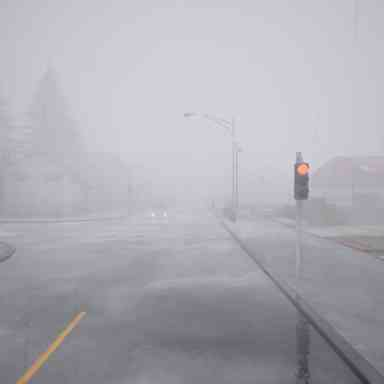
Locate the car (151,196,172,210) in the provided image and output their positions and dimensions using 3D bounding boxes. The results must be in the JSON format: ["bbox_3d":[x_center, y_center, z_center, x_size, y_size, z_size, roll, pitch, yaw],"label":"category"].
[{"bbox_3d":[-3.974,1.505,42.288,1.837,1.490,4.892,0,0,0],"label":"car"}]

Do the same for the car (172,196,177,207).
[{"bbox_3d":[-3.938,1.352,52.330,2.097,1.767,4.553,0,0,0],"label":"car"}]
